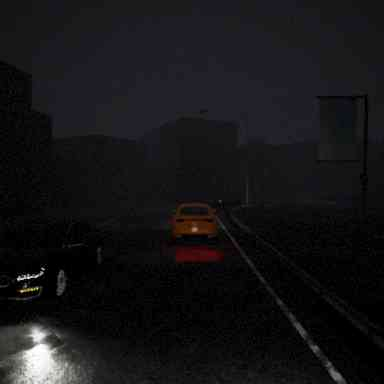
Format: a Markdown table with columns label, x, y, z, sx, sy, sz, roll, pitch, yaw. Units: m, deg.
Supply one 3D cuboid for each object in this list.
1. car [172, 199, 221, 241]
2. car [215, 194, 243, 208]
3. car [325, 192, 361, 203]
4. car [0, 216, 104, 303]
| label | x | y | z | sx | sy | sz | roll | pitch | yaw |
| --- | --- | --- | --- | --- | --- | --- | --- | --- | --- |
| car | 0.103 | 1.255 | 15.509 | 1.882 | 1.535 | 5.008 | 0 | 1 | 0 |
| car | 3.946 | 0.885 | 35.716 | 1.994 | 1.385 | 4.181 | 1 | 1 | 32 |
| car | 22.243 | 0.775 | 49.193 | 5.008 | 1.535 | 1.882 | 2 | 2 | -3 |
| car | -3.587 | 1.438 | 8.290 | 1.837 | 1.490 | 4.892 | 0 | 1 | 0 |
